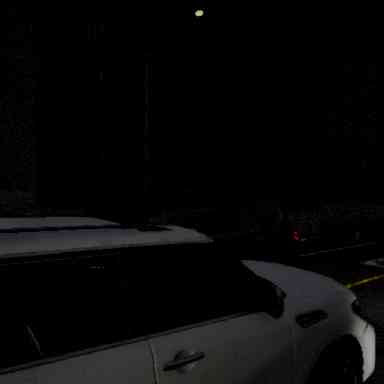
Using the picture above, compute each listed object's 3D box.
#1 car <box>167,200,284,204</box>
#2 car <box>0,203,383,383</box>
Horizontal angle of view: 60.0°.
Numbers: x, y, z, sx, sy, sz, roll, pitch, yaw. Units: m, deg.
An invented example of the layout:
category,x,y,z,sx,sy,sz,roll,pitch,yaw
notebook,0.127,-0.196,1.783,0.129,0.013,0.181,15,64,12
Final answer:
category,x,y,z,sx,sy,sz,roll,pitch,yaw
car,0.000,1.222,7.241,5.566,2.045,2.150,0,0,-35
car,-0.737,1.219,2.787,5.566,2.045,2.150,0,0,-35
